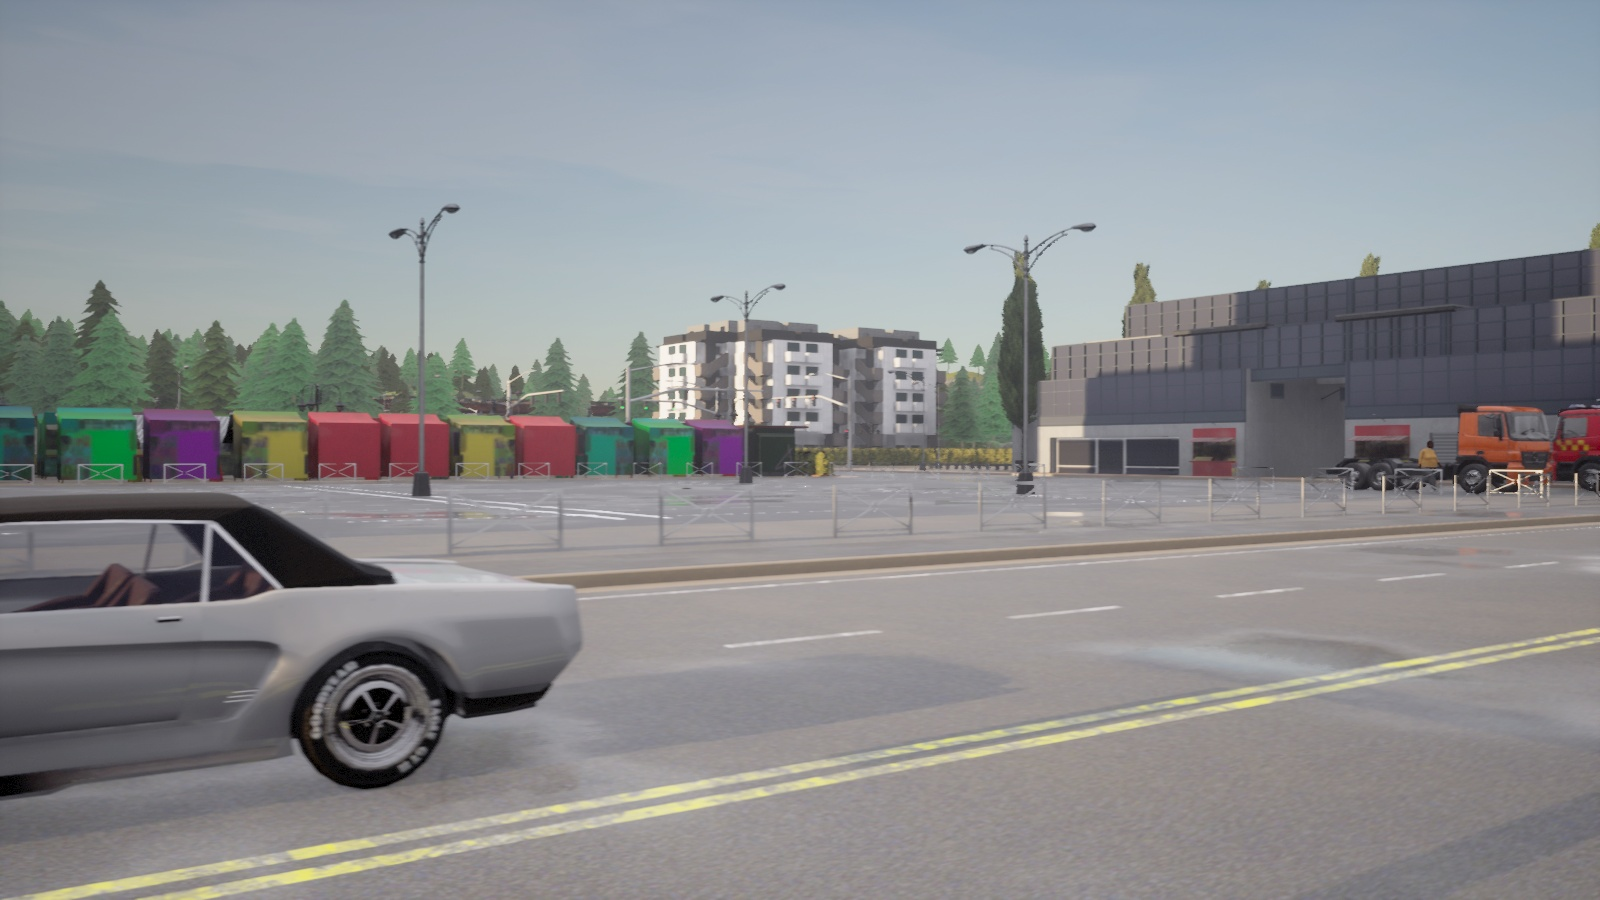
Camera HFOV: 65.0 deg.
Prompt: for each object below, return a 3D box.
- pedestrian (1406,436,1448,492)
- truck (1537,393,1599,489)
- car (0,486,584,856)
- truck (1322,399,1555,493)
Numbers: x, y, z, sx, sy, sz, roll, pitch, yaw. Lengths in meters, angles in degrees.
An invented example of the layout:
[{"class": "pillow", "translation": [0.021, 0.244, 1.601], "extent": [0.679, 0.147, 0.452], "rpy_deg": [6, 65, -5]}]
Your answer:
[{"class": "pedestrian", "translation": [21.230, 0.463, 42.517], "extent": [0.874, 1.855, 0.900], "rpy_deg": [0, 0, -22]}, {"class": "truck", "translation": [34.316, -0.370, 49.688], "extent": [2.891, 3.827, 8.468], "rpy_deg": [0, 0, -34]}, {"class": "car", "translation": [-3.519, 0.866, 5.473], "extent": [4.718, 1.301, 1.895], "rpy_deg": [0, 0, -35]}, {"class": "truck", "translation": [25.408, -0.170, 50.410], "extent": [2.891, 3.462, 7.936], "rpy_deg": [0, 0, -33]}]
